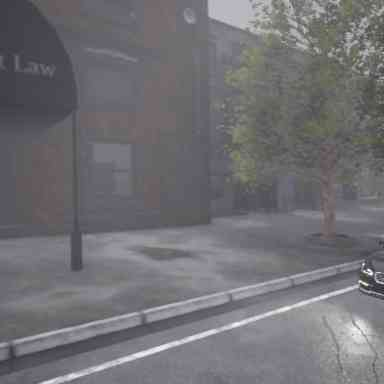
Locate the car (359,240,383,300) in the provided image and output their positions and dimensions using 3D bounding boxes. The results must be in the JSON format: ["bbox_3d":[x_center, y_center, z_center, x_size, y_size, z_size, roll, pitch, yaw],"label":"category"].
[{"bbox_3d":[5.625,1.498,7.397,4.892,1.490,1.837,0,0,-36],"label":"car"}]
